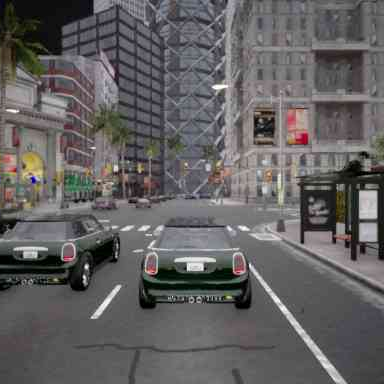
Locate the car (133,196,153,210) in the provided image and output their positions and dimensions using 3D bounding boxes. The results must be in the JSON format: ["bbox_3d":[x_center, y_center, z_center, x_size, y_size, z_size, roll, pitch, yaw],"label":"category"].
[{"bbox_3d":[-6.372,1.525,42.963,1.812,1.442,4.674,0,0,-10],"label":"car"}]

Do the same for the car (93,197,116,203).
[{"bbox_3d":[-10.546,1.351,40.190,2.097,1.767,4.553,0,0,0],"label":"car"}]

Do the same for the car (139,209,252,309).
[{"bbox_3d":[0.075,1.352,8.040,2.097,1.767,4.553,0,0,0],"label":"car"}]

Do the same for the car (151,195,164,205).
[{"bbox_3d":[-6.982,1.546,61.104,2.033,1.411,5.357,0,0,0],"label":"car"}]

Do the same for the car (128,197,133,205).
[{"bbox_3d":[-10.482,1.599,60.956,1.895,1.301,4.718,0,0,1],"label":"car"}]

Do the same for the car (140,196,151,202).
[{"bbox_3d":[-10.401,1.551,74.346,1.994,1.385,4.181,0,0,0],"label":"car"}]

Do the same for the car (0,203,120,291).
[{"bbox_3d":[-3.417,1.352,9.187,2.097,1.767,4.553,0,0,0],"label":"car"}]

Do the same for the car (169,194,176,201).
[{"bbox_3d":[-6.382,1.593,88.484,1.895,1.301,4.718,0,0,7],"label":"car"}]

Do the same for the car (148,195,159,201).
[{"bbox_3d":[-10.042,1.498,87.581,1.837,1.490,4.892,0,0,7],"label":"car"}]

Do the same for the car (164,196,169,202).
[{"bbox_3d":[-6.900,1.476,75.201,1.882,1.535,5.008,0,0,0],"label":"car"}]
